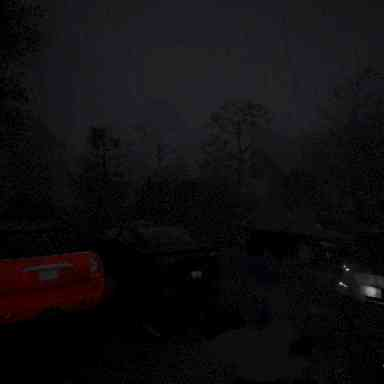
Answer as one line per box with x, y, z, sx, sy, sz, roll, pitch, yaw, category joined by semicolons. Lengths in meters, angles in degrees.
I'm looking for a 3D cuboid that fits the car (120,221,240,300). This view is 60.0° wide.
-1.320;1.484;8.638;2.097;1.535;5.008;0;0;-35;car

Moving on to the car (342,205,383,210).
7.924;1.565;15.127;2.163;1.488;4.792;0;0;-35;car

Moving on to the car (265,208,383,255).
5.617;1.552;13.499;2.163;1.488;4.792;0;0;-35;car

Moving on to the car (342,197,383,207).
10.232;1.296;16.756;2.435;2.045;5.566;0;0;-35;car

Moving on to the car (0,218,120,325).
-3.510;1.347;7.060;2.185;1.767;4.553;0;0;-35;car

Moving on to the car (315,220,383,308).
5.197;1.524;7.349;4.902;1.511;2.128;0;0;-35;car
